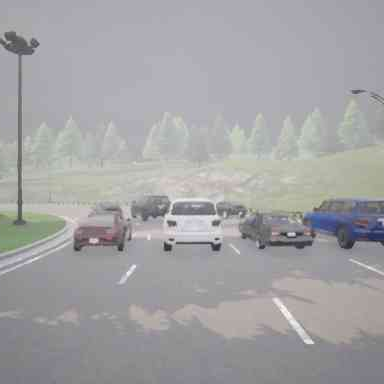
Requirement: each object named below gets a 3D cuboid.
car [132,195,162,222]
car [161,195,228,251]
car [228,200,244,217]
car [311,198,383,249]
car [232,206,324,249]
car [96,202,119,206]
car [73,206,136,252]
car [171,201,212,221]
[{"bbox_3d":[-3.355,1.258,26.917,2.150,2.045,5.566,0,0,-24],"label":"car"},{"bbox_3d":[-0.114,1.258,14.201,2.150,2.045,5.566,0,0,-4],"label":"car"},{"bbox_3d":[3.045,1.516,29.753,1.837,1.490,4.892,0,0,-24],"label":"car"},{"bbox_3d":[6.866,1.258,14.735,2.150,2.045,5.566,0,0,-4],"label":"car"},{"bbox_3d":[3.379,1.563,14.438,2.033,1.411,5.357,0,0,-4],"label":"car"},{"bbox_3d":[-6.537,1.516,25.459,1.837,1.490,4.892,0,0,-24],"label":"car"},{"bbox_3d":[-3.601,1.533,13.904,1.812,1.442,4.674,0,0,-4],"label":"car"},{"bbox_3d":[-0.149,1.533,28.322,1.812,1.442,4.674,0,0,-24],"label":"car"}]
